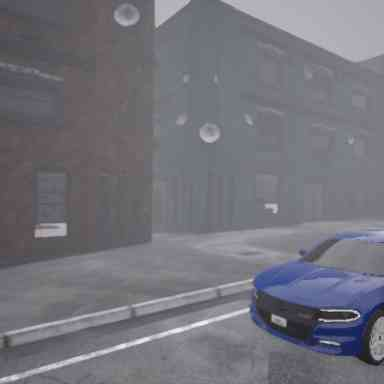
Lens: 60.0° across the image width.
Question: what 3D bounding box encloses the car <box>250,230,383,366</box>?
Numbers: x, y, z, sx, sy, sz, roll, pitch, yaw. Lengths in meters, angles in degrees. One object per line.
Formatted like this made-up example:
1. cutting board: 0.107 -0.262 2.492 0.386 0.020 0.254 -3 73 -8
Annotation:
1. car: 3.213 1.471 5.978 5.008 1.535 1.882 0 0 -36
